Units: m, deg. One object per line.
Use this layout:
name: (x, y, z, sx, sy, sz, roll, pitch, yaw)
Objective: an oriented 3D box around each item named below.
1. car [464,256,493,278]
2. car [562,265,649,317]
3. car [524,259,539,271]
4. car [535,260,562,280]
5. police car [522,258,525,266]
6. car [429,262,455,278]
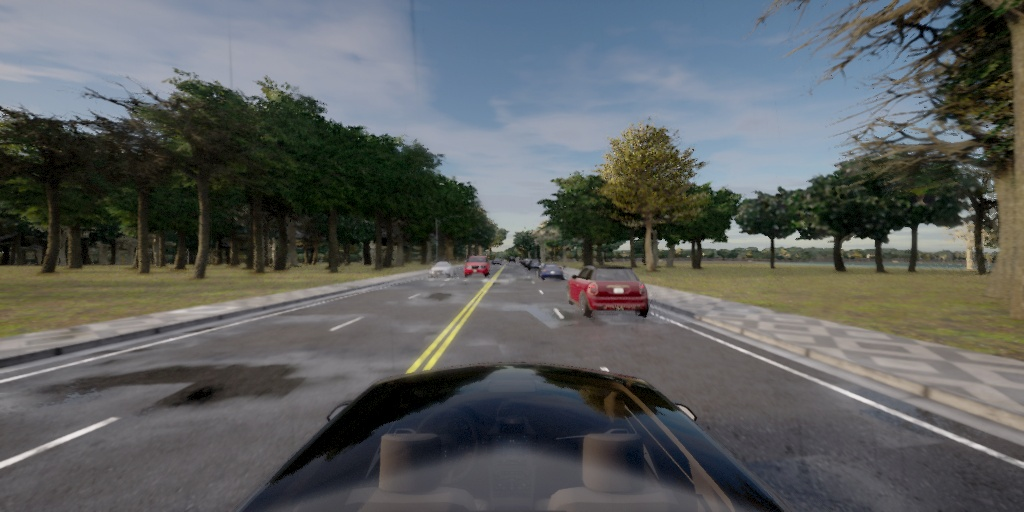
car: (-3.342, 0.991, 35.321, 2.150, 2.045, 5.566, 0, 0, 0)
car: (3.349, 1.105, 13.393, 2.097, 1.767, 4.553, 0, 0, 0)
car: (3.248, 1.222, 51.268, 2.033, 1.649, 4.856, 0, 0, 0)
car: (3.349, 1.330, 31.377, 1.994, 1.385, 4.181, 0, 0, 0)
police car: (3.248, 1.319, 62.268, 2.038, 1.542, 4.974, 0, 0, 0)
car: (-6.594, 1.295, 34.414, 1.812, 1.442, 4.674, 0, 0, 0)
